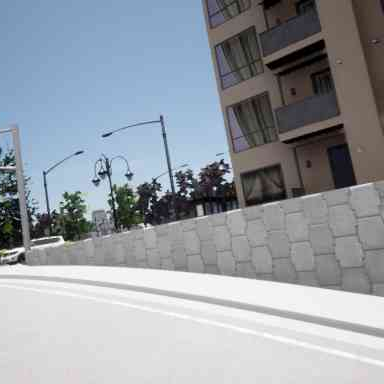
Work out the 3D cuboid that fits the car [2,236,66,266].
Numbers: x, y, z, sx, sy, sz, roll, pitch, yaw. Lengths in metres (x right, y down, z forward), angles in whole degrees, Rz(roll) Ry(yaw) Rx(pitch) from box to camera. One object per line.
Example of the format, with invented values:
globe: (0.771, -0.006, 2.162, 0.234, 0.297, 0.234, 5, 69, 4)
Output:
car: (-14.150, 5.306, 30.274, 2.150, 2.045, 5.566, -14, -8, 35)
